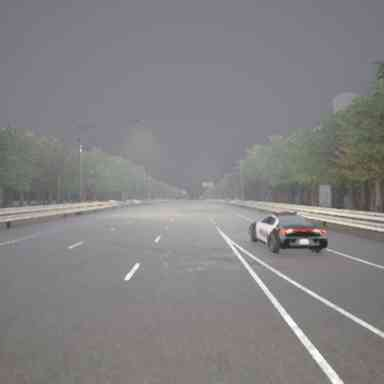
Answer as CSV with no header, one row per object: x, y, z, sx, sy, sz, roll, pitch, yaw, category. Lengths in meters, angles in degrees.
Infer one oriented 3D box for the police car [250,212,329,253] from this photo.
3.908,1.637,14.485,2.038,1.542,4.974,0,0,-4,police car
